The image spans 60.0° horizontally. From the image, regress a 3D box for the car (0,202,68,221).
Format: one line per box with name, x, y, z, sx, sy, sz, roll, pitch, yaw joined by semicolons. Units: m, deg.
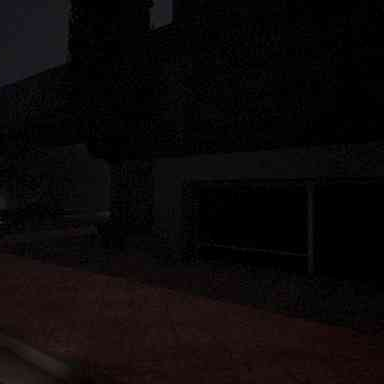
car;-13.096;1.547;27.632;2.033;1.411;5.357;0;0;36
